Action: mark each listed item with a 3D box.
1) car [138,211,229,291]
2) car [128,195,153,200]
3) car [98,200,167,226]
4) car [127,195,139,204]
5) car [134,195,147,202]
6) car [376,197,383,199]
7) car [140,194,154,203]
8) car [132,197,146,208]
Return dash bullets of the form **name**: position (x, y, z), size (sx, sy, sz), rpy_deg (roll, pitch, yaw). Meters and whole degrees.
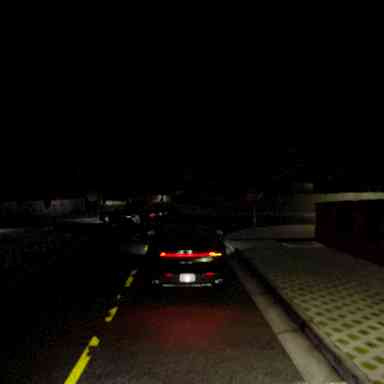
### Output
- **car**: position (-0.175, 1.457, 8.923), size (1.837, 1.490, 4.892), rpy_deg (0, -1, -2)
- **car**: position (-5.660, 1.408, 35.851), size (2.128, 1.511, 4.902), rpy_deg (0, 0, -9)
- **car**: position (-4.077, 1.494, 22.802), size (5.357, 1.411, 2.033), rpy_deg (-1, 1, 36)
- **car**: position (-11.361, 1.444, 64.234), size (1.882, 1.535, 5.008), rpy_deg (0, -1, -14)
- **car**: position (-11.816, 1.396, 75.751), size (2.128, 1.511, 4.902), rpy_deg (0, -1, -18)
- **car**: position (13.779, 1.087, 23.391), size (5.357, 1.411, 2.033), rpy_deg (-1, 1, 4)
- **car**: position (-8.985, 1.314, 66.034), size (2.097, 1.767, 4.553), rpy_deg (0, 0, -16)
- **car**: position (-7.610, 1.445, 47.355), size (1.812, 1.442, 4.674), rpy_deg (0, 0, -11)
